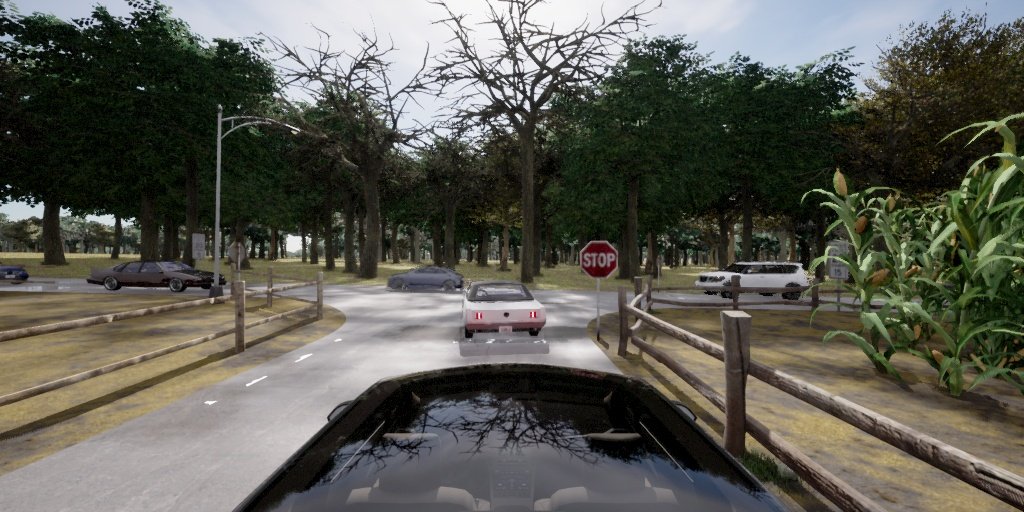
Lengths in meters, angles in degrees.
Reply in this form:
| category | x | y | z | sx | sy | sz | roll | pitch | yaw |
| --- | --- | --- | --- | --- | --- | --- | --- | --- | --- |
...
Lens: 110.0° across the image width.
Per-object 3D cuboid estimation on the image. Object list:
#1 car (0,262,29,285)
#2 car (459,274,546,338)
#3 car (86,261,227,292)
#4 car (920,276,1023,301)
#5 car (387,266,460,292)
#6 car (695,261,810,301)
| category | x | y | z | sx | sy | sz | roll | pitch | yaw |
| --- | --- | --- | --- | --- | --- | --- | --- | --- | --- |
| car | -26.498 | 0.677 | 17.291 | 4.674 | 1.442 | 1.812 | 1 | 0 | 0 |
| car | -0.458 | 1.351 | 10.221 | 1.895 | 1.301 | 4.718 | 0 | 0 | -8 |
| car | -16.976 | 0.924 | 17.248 | 5.357 | 1.411 | 2.033 | 1 | 0 | 0 |
| car | 25.857 | 1.873 | 19.992 | 5.008 | 1.535 | 1.882 | 1 | 0 | 1 |
| car | -4.749 | 1.234 | 20.139 | 4.181 | 1.385 | 1.994 | 1 | 0 | 0 |
| car | 13.348 | 1.318 | 20.046 | 5.566 | 2.045 | 2.150 | 1 | 0 | 0 |
